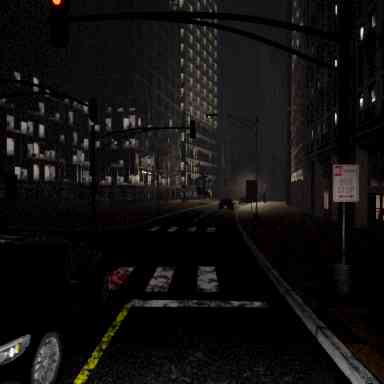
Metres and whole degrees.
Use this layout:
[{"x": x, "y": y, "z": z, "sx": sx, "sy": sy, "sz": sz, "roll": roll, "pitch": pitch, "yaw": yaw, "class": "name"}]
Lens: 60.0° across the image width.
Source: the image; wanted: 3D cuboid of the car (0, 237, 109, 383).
[{"x": -2.558, "y": 1.525, "z": 5.230, "sx": 1.812, "sy": 1.442, "sz": 4.674, "roll": 1, "pitch": 0, "yaw": -2, "class": "car"}]

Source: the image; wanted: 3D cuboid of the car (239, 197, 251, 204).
[{"x": 10.988, "y": 1.770, "z": 69.138, "sx": 1.837, "sy": 1.490, "sz": 4.892, "roll": 0, "pitch": 0, "yaw": 18, "class": "car"}]

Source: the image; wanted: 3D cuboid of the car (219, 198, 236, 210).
[{"x": 4.752, "y": 1.616, "z": 44.867, "sx": 1.837, "sy": 1.490, "sz": 4.892, "roll": 0, "pitch": 0, "yaw": 11, "class": "car"}]

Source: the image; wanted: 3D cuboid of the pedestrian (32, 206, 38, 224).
[{"x": -9.371, "y": 1.346, "z": 19.865, "sx": 0.500, "sy": 1.100, "sz": 0.500, "roll": 0, "pitch": 0, "yaw": 17, "class": "pedestrian"}]
